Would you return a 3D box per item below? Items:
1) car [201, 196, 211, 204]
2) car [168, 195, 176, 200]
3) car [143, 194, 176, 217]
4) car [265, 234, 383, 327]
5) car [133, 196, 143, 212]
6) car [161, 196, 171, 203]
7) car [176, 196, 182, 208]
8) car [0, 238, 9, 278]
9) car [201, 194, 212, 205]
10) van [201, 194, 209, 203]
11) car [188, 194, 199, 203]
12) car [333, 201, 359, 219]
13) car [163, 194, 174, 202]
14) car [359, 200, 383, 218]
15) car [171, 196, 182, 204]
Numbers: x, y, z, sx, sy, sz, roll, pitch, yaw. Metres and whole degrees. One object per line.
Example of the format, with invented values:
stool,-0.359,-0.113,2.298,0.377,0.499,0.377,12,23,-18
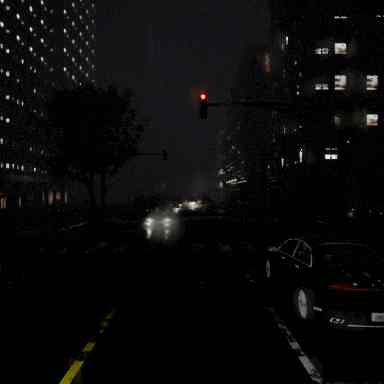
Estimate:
car,2.792,1.578,67.101,1.752,1.417,4.829,0,0,0
car,-5.548,1.654,94.558,2.008,1.369,4.403,0,0,0
car,-3.050,1.236,32.072,2.150,2.045,5.566,0,0,0
car,2.700,1.551,6.929,2.008,1.369,4.403,0,0,0
car,-5.632,1.336,39.330,2.192,1.841,5.009,0,0,0
car,-5.581,1.627,72.468,1.947,1.339,4.313,0,0,0
car,-3.021,1.381,48.148,2.097,1.767,4.553,0,0,0
car,-5.680,1.545,6.942,1.887,1.381,4.507,0,0,0
car,2.783,1.610,61.408,1.947,1.339,4.313,0,0,0
van,2.799,1.402,72.455,1.690,1.788,3.998,0,0,0
car,0.104,1.581,69.058,1.812,1.442,4.674,0,0,0
car,13.466,1.350,26.318,4.403,1.369,2.008,-1,1,0
car,-5.573,1.386,77.990,2.192,1.841,5.009,0,0,0
car,15.473,0.994,23.757,5.566,2.045,2.150,-1,0,0
car,-2.949,1.526,64.116,1.882,1.535,5.008,0,0,1
